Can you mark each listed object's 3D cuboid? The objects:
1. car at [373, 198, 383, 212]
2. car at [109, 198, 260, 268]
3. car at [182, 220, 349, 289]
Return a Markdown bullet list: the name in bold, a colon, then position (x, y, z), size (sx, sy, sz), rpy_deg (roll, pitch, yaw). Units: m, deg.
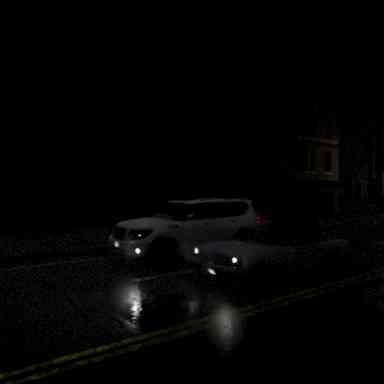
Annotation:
- **car**: position (23.471, 1.480, 38.089), size (2.097, 1.767, 4.553), rpy_deg (0, -1, -36)
- **car**: position (-0.019, 1.234, 11.651), size (5.566, 2.045, 2.150), rpy_deg (0, 0, -35)
- **car**: position (2.284, 1.614, 9.302), size (4.718, 1.301, 1.895), rpy_deg (0, 0, -35)
